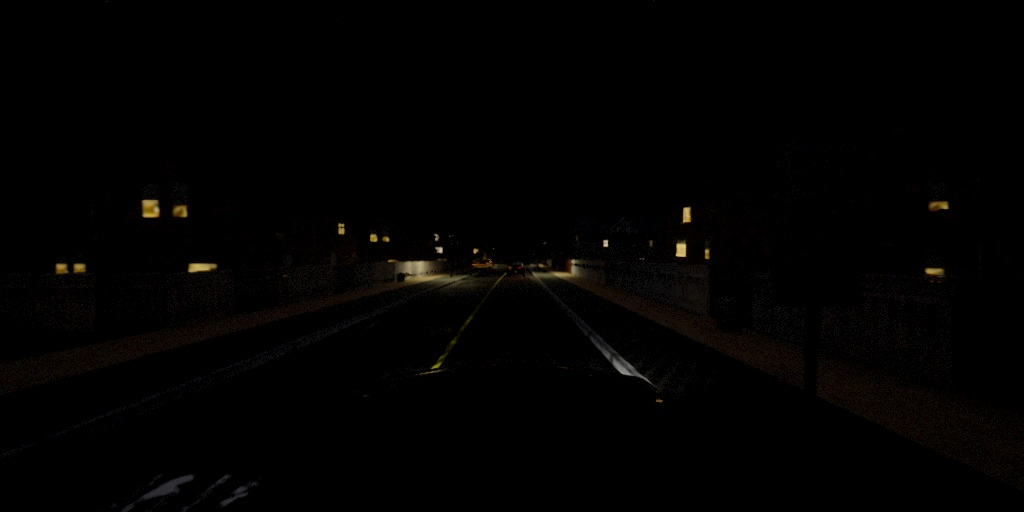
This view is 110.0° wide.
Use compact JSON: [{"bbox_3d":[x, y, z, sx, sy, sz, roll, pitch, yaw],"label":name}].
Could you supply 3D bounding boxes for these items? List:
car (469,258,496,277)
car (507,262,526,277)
[{"bbox_3d":[-2.466,0.909,30.681,1.882,1.535,5.008,0,0,1],"label":"car"},{"bbox_3d":[0.438,1.344,37.413,2.128,1.511,4.902,0,0,2],"label":"car"}]
